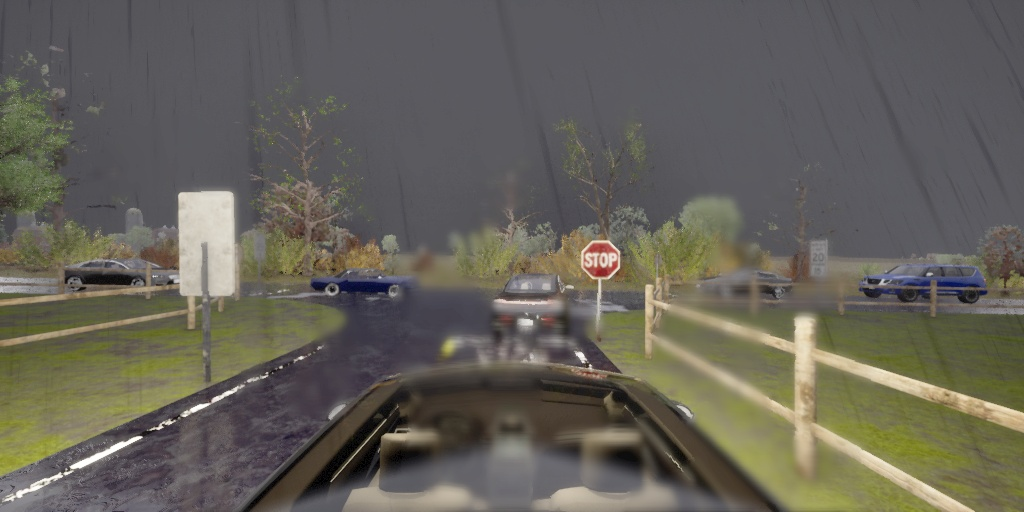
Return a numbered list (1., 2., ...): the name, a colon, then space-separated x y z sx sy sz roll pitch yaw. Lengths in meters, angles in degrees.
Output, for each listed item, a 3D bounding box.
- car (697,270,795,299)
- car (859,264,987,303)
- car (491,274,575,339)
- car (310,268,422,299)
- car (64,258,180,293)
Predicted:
1. car: 13.008 1.522 20.096 4.902 1.511 2.128 1 1 0
2. car: 22.904 1.464 20.082 5.566 2.045 2.150 1 1 0
3. car: 0.708 1.238 10.141 2.128 1.511 4.902 0 0 9
4. car: -6.818 1.246 17.174 4.718 1.301 1.895 1 1 0
5. car: -18.486 0.883 17.194 4.902 1.511 2.128 1 1 0
